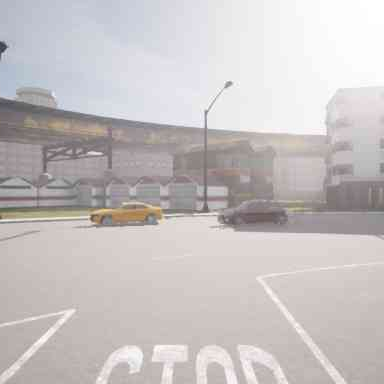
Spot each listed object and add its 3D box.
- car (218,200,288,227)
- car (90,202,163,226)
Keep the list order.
[{"bbox_3d":[4.062,1.351,22.592,4.553,1.767,2.097,0,0,-14],"label":"car"},{"bbox_3d":[-4.506,1.478,23.216,5.008,1.535,1.882,0,-1,-26],"label":"car"}]
